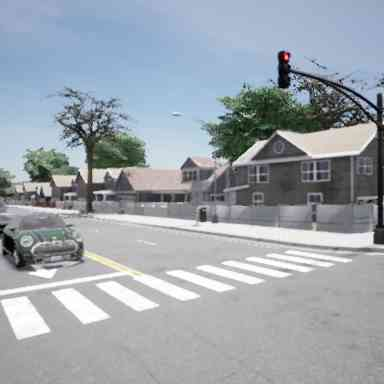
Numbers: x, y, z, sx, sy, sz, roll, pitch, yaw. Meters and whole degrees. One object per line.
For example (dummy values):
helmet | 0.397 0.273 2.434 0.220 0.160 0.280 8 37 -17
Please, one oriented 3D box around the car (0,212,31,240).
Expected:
car | -11.499 2.018 20.682 1.895 1.301 4.718 -1 -1 -35

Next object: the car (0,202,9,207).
car | -17.745 1.839 29.566 2.150 2.045 5.566 -1 -1 -35

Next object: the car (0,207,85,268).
car | -5.677 1.582 12.466 2.097 1.767 4.553 -1 -1 -36
